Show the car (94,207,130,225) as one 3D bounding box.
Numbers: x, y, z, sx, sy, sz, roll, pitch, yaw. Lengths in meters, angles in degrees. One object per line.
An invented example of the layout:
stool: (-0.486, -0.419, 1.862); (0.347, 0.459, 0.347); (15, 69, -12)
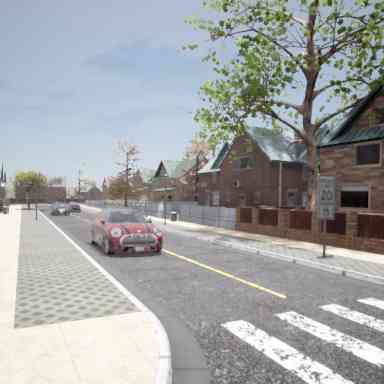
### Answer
car: (-6.924, 1.977, 28.428); (1.895, 1.301, 4.718); (2, -1, -27)

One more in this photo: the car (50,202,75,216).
car: (-15.089, 1.910, 38.055); (2.128, 1.511, 4.902); (2, -2, -26)

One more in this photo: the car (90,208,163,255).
car: (-2.886, 1.502, 14.044); (2.097, 1.767, 4.553); (2, -1, -27)

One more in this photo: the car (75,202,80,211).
car: (-18.195, 2.195, 50.507); (2.033, 1.411, 5.357); (2, -2, -27)
